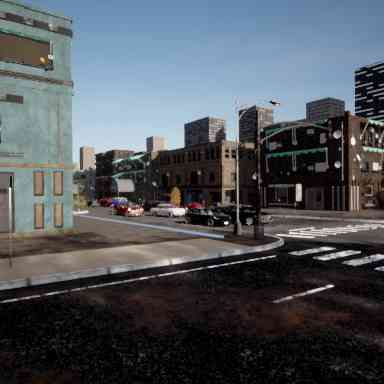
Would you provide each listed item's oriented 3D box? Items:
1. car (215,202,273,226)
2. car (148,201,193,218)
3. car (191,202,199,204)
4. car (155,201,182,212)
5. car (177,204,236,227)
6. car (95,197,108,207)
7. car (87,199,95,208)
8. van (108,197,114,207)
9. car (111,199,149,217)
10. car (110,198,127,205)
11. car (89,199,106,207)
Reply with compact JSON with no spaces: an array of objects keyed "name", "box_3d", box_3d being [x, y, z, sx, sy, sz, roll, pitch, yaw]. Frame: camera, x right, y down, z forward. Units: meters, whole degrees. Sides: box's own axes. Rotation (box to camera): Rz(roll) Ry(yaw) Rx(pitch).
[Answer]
[{"name":"car","box_3d":[4.005,1.714,25.574,1.837,1.490,4.892,-1,-1,-35]},{"name":"car","box_3d":[-2.345,1.933,34.421,1.895,1.301,4.718,-1,0,-36]},{"name":"car","box_3d":[-0.044,1.903,41.146,1.802,1.307,4.206,-2,0,-36]},{"name":"car","box_3d":[-3.262,1.965,45.648,1.802,1.307,4.206,-2,0,-36]},{"name":"car","box_3d":[1.107,1.814,24.910,1.947,1.339,4.313,-2,0,-36]},{"name":"car","box_3d":[-16.141,1.939,63.662,2.192,1.841,5.009,-1,0,-36]},{"name":"car","box_3d":[-19.167,2.158,63.466,2.128,1.511,4.902,-1,0,-36]},{"name":"van","box_3d":[-12.922,1.906,59.159,1.690,1.788,3.998,-1,0,-36]},{"name":"car","box_3d":[-6.865,1.846,36.271,1.967,1.590,4.097,-1,0,-36]},{"name":"car","box_3d":[-8.331,1.926,42.818,1.882,1.535,5.008,-1,0,-36]},{"name":"car","box_3d":[-19.354,2.227,68.165,1.887,1.381,4.507,-1,0,-36]}]
